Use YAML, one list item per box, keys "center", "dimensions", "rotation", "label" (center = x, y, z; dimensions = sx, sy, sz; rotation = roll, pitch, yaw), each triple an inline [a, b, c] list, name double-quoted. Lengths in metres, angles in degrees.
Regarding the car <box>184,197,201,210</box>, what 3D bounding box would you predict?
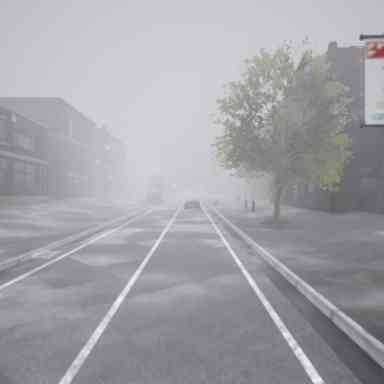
- center: [0.055, 1.357, 40.367]
  dimensions: [1.812, 1.442, 4.674]
  rotation: [0, 0, 0]
  label: "car"
